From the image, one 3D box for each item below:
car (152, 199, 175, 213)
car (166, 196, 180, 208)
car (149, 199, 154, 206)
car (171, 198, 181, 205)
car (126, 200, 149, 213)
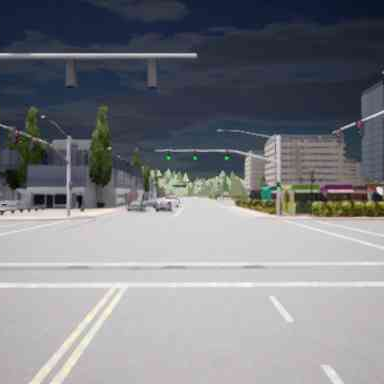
[{"bbox_3d":[-3.586,1.909,42.869,1.994,1.385,4.181,0,-1,0],"label":"car"},{"bbox_3d":[-3.551,1.685,57.961,2.150,2.045,5.566,0,0,1],"label":"car"},{"bbox_3d":[-7.044,1.996,58.659,1.812,1.442,4.674,0,-1,1],"label":"car"},{"bbox_3d":[-3.495,2.125,73.198,1.994,1.385,4.181,0,0,0],"label":"car"},{"bbox_3d":[-7.087,1.867,42.551,1.812,1.442,4.674,0,-1,0],"label":"car"}]
